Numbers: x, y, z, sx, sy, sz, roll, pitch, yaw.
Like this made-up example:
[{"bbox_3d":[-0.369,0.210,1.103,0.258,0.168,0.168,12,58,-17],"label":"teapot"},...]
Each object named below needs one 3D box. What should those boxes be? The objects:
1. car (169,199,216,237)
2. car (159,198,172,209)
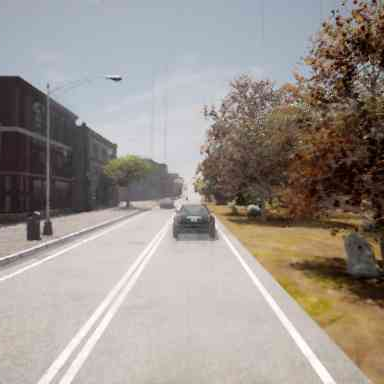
[{"bbox_3d":[0.101,1.351,17.987,2.097,1.767,4.553,0,0,0],"label":"car"},{"bbox_3d":[-3.333,1.539,45.251,2.033,1.411,5.357,0,0,0],"label":"car"}]
